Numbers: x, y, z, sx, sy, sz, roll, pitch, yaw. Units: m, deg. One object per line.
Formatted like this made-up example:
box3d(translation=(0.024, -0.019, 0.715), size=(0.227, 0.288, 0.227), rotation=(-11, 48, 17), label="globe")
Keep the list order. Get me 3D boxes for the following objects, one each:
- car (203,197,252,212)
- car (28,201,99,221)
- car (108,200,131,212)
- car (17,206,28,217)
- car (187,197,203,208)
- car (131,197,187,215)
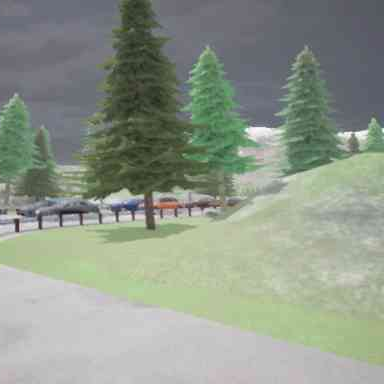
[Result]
box3d(translation=(4.087, 1.403, 38.229), size=(5.008, 1.535, 1.882), rotation=(0, 0, -35), label="car")
box3d(translation=(-9.707, 1.397, 26.142), size=(2.128, 1.511, 4.902), rotation=(0, 0, 43), label="car")
box3d(translation=(-6.209, 1.374, 34.508), size=(5.008, 1.535, 1.882), rotation=(0, 0, -41), label="car")
box3d(translation=(-12.508, 1.454, 28.277), size=(1.994, 1.385, 4.181), rotation=(0, 0, 43), label="car")
box3d(translation=(1.091, 1.386, 40.391), size=(5.008, 1.535, 1.882), rotation=(0, 0, -35), label="car")
box3d(translation=(-3.156, 1.265, 32.523), size=(4.553, 1.767, 2.097), rotation=(0, 0, -41), label="car")
